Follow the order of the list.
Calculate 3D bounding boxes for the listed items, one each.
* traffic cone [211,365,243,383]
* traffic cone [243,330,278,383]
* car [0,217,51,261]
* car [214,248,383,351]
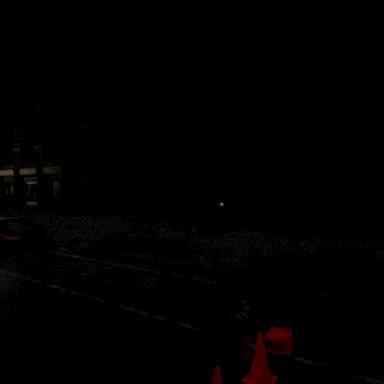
[{"bbox_3d":[0.234,1.959,3.181,0.340,0.580,0.340,0,0,36],"label":"traffic cone"},{"bbox_3d":[0.814,1.963,3.992,0.340,0.580,0.340,0,0,36],"label":"traffic cone"},{"bbox_3d":[-6.716,1.548,11.877,4.206,1.307,1.802,0,0,36],"label":"car"},{"bbox_3d":[2.415,1.583,5.359,4.313,1.339,1.947,0,0,36],"label":"car"}]
